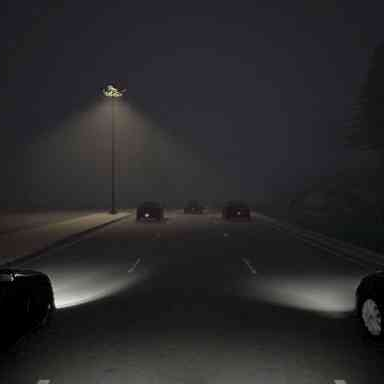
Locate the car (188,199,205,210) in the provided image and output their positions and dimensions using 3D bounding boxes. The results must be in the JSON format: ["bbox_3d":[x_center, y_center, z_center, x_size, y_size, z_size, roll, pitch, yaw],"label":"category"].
[{"bbox_3d":[0.648,1.591,44.523,1.895,1.301,4.718,0,0,6],"label":"car"}]

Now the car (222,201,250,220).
[{"bbox_3d":[3.608,1.471,27.968,1.882,1.535,5.008,0,0,0],"label":"car"}]

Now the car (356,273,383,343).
[{"bbox_3d":[3.602,1.502,3.538,1.837,1.490,4.892,0,-1,0],"label":"car"}]

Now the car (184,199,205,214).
[{"bbox_3d":[0.149,1.518,35.349,1.812,1.442,4.674,0,0,1],"label":"car"}]

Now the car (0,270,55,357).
[{"bbox_3d":[-3.399,1.562,4.180,1.994,1.385,4.181,0,0,0],"label":"car"}]

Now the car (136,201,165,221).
[{"bbox_3d":[-3.392,1.498,27.478,1.837,1.490,4.892,0,0,0],"label":"car"}]
